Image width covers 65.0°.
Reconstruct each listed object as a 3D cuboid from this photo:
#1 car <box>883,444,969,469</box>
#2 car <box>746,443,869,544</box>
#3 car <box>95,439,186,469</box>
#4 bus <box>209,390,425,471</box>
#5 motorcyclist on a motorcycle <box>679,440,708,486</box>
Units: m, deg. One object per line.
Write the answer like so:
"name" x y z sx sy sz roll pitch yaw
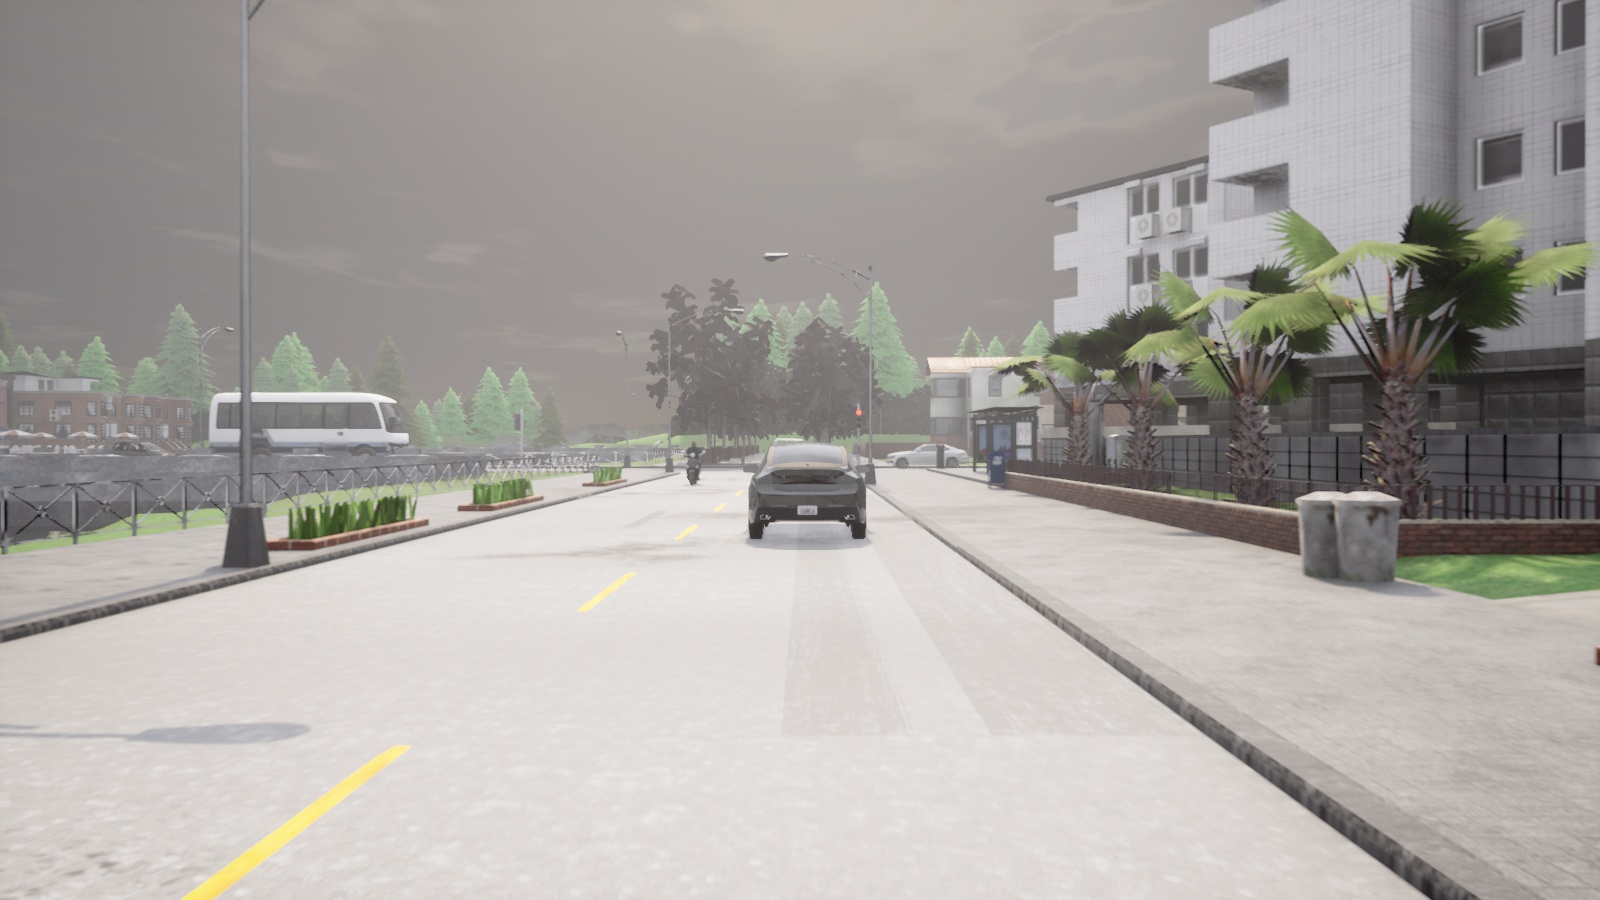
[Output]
"car" 7.217 0.372 72.059 4.674 1.442 1.812 0 0 -3
"car" 0.123 0.633 21.067 1.837 1.490 4.892 0 0 0
"car" -35.904 0.230 68.437 3.988 1.617 1.851 0 0 2
"bus" -26.146 -1.036 68.415 10.273 4.253 3.944 0 0 2
"motorcyclist on a motorcycle" -3.766 0.447 44.331 0.866 1.590 1.817 0 0 0
